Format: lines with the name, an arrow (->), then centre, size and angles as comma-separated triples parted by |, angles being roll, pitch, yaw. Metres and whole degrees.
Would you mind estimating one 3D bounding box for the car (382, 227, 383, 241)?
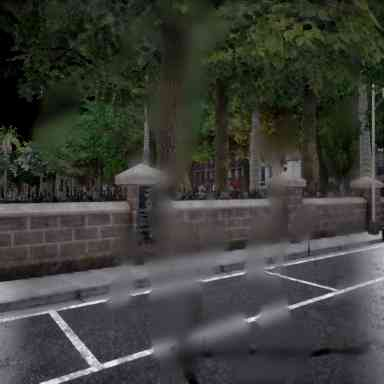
car -> 9.760, 1.310, 13.509 | 5.009, 1.841, 2.192 | 0, 0, -36
